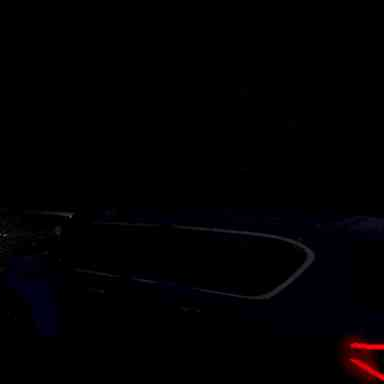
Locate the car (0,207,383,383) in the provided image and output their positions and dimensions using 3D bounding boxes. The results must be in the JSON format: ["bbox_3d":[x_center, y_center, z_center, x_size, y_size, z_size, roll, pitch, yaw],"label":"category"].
[{"bbox_3d":[-0.289,1.220,4.200,5.566,2.045,2.150,0,0,36],"label":"car"}]

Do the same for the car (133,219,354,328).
[{"bbox_3d":[0.976,1.523,7.598,4.674,1.442,1.812,0,0,36],"label":"car"}]

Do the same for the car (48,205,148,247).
[{"bbox_3d":[-4.584,1.469,15.867,5.008,1.535,1.882,0,0,36],"label":"car"}]
